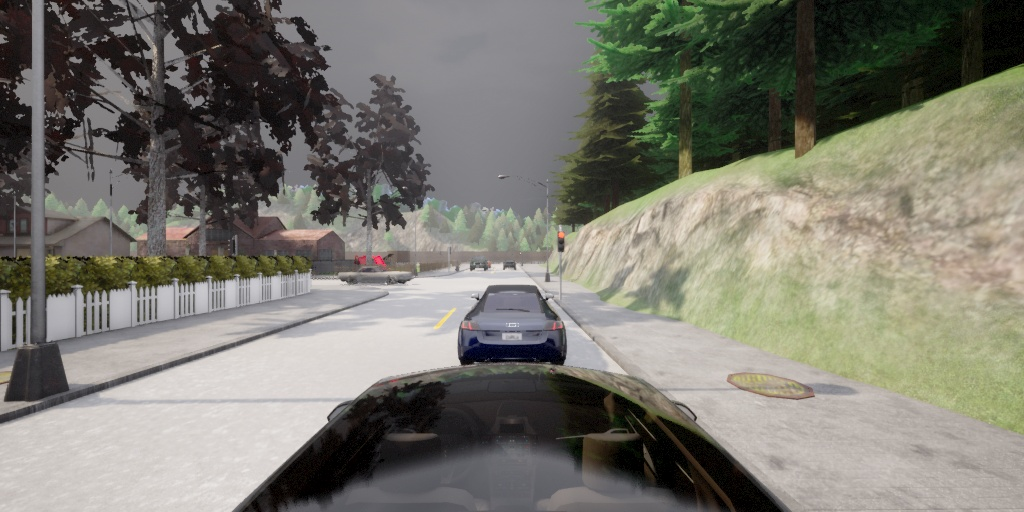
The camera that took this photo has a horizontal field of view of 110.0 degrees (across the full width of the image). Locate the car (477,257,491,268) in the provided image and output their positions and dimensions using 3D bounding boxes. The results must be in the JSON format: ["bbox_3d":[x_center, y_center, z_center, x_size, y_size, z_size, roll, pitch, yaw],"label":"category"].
[{"bbox_3d":[-4.579,1.102,59.301,2.097,1.767,4.553,0,0,0],"label":"car"}]

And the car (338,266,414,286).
[{"bbox_3d":[-9.305,1.351,24.745,4.718,1.301,1.895,0,0,10],"label":"car"}]

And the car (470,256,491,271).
[{"bbox_3d":[-4.513,0.972,49.473,2.150,2.045,5.566,0,0,0],"label":"car"}]

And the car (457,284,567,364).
[{"bbox_3d":[0.008,1.314,7.986,1.994,1.385,4.181,0,0,0],"label":"car"}]

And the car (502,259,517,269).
[{"bbox_3d":[-0.364,1.254,54.521,1.837,1.490,4.892,0,0,0],"label":"car"}]
